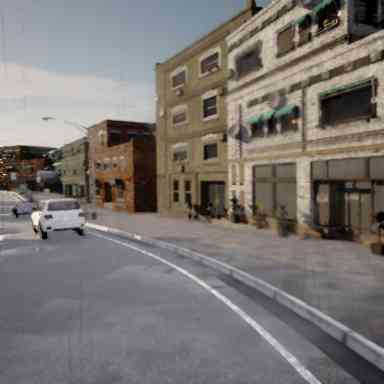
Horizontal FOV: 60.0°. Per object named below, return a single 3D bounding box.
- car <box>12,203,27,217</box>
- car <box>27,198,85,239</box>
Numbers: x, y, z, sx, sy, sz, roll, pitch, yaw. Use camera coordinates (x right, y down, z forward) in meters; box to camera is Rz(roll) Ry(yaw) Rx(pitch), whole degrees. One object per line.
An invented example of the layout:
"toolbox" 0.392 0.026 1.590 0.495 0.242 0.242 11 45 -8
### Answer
"car" -17.957 1.865 35.514 2.033 1.411 5.357 -2 2 -32
"car" -7.772 1.389 19.089 2.150 2.045 5.566 -2 1 -32
